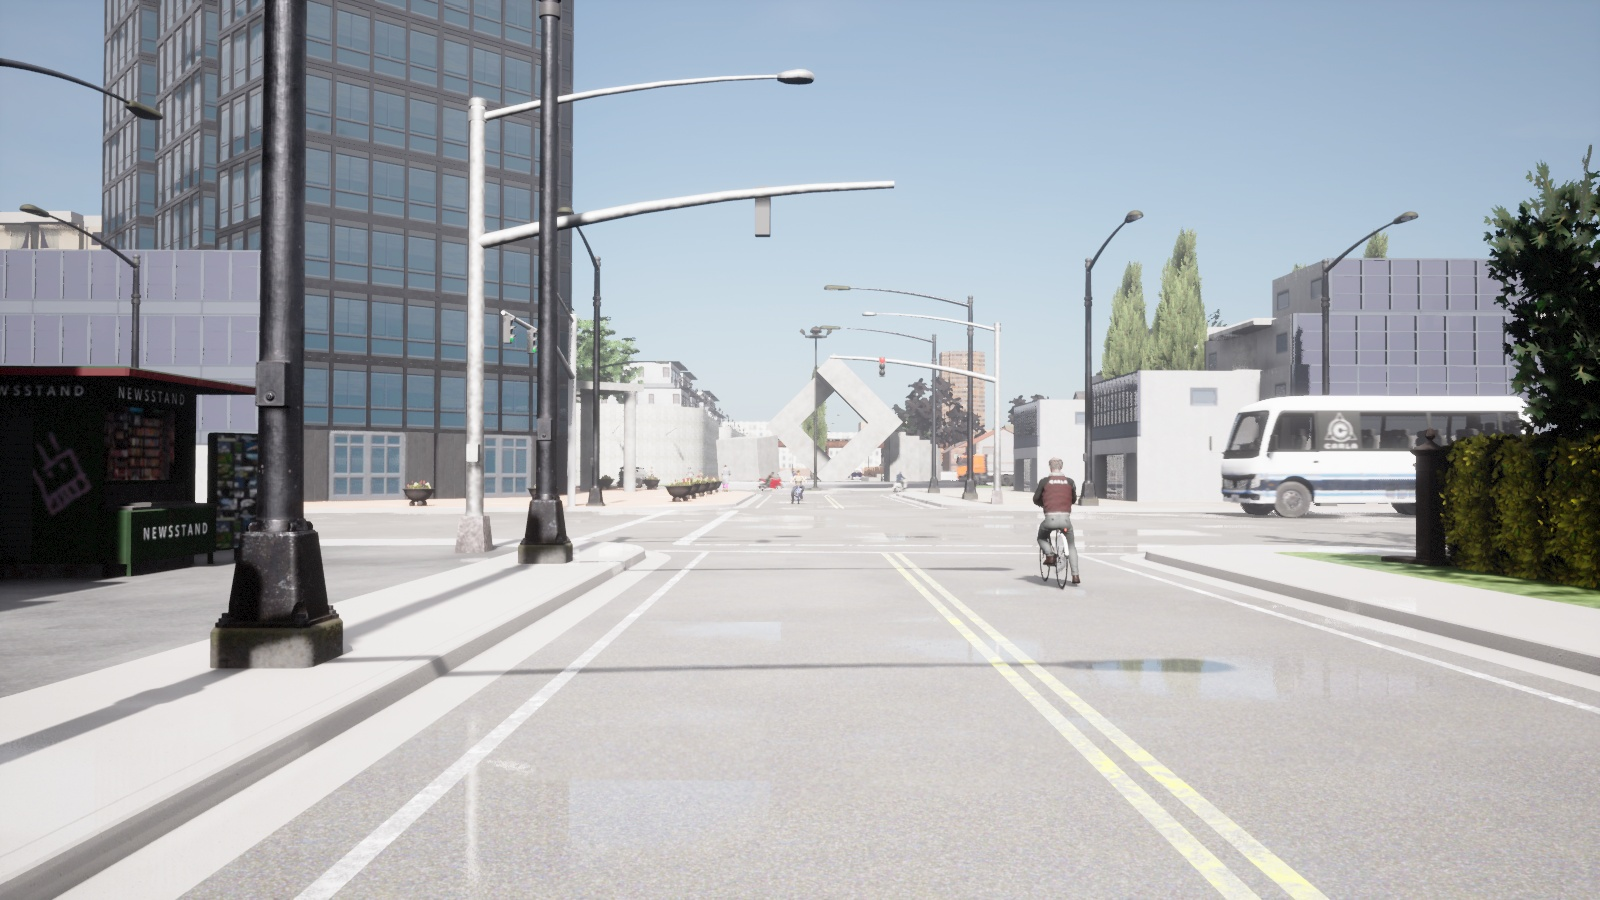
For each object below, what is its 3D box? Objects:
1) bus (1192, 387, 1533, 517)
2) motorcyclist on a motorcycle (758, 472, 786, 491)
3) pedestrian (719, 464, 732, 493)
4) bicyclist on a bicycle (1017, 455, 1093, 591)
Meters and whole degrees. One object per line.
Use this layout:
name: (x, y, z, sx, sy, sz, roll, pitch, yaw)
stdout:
bus: (19.588, 0.076, 44.230, 10.273, 4.253, 3.944, -1, -1, -4)
motorcyclist on a motorcycle: (-2.141, 2.420, 96.391, 2.044, 1.523, 0.797, 0, -2, 14)
pedestrian: (-5.017, 1.907, 84.494, 0.659, 1.952, 0.873, 0, -1, -15)
bicyclist on a bicycle: (3.485, 0.961, 17.280, 0.659, 1.776, 1.843, 0, -1, 0)
